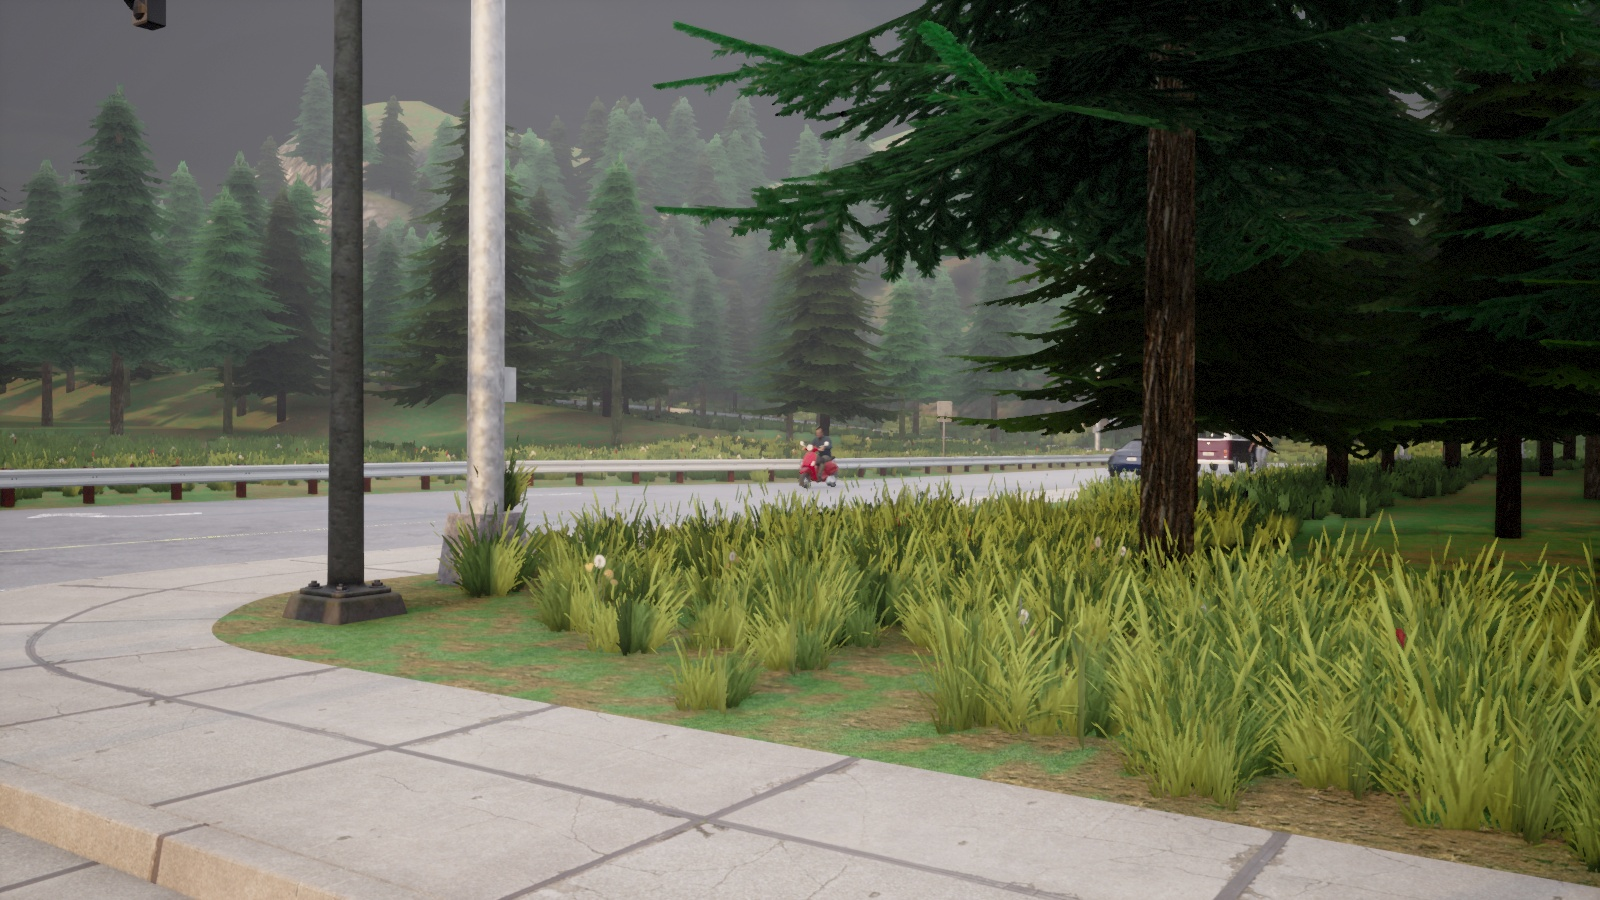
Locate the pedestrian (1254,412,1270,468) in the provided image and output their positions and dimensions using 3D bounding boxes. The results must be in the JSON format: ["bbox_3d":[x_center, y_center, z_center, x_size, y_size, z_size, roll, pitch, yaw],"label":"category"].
[{"bbox_3d":[15.061,-0.328,40.920,0.354,1.836,0.706,0,1,31],"label":"pedestrian"}]

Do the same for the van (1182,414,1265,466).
[{"bbox_3d":[17.456,-0.436,51.694,2.069,2.038,4.480,0,1,35],"label":"van"}]

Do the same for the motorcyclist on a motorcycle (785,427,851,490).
[{"bbox_3d":[0.482,0.206,32.803,0.866,1.590,1.817,0,1,33],"label":"motorcyclist on a motorcycle"}]

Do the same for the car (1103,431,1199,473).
[{"bbox_3d":[12.509,0.047,44.569,1.994,1.385,4.181,0,1,35],"label":"car"}]
